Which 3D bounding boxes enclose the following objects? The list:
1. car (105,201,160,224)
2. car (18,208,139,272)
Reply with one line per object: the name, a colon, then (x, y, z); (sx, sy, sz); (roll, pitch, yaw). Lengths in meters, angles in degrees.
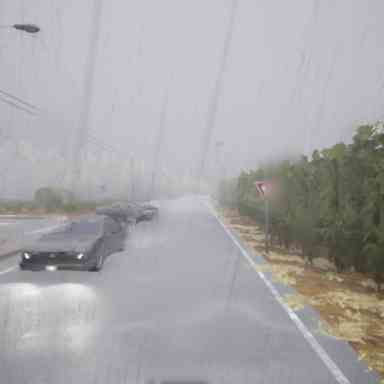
car: (-4.370, 1.364, 21.980); (4.902, 1.511, 2.128); (0, 0, 33)
car: (-3.376, 1.487, 10.839); (2.033, 1.411, 5.357); (0, 0, 2)
